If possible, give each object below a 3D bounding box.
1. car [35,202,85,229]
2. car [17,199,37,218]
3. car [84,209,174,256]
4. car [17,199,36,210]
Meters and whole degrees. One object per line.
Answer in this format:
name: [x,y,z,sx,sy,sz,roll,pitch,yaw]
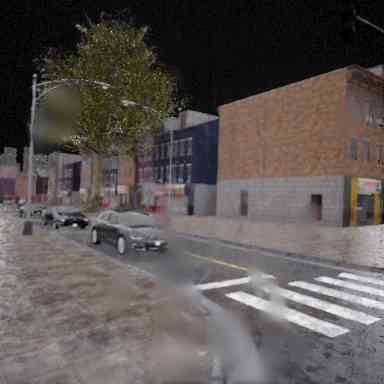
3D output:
car: [-8.222,1.530,21.304,2.033,1.411,5.357,3,-2,-35]
car: [-13.988,1.593,29.510,1.994,1.385,4.181,3,-2,-35]
car: [-2.488,1.478,13.166,1.837,1.490,4.892,3,-2,-34]
car: [-25.194,1.840,50.523,1.837,1.490,4.892,3,-2,-35]
